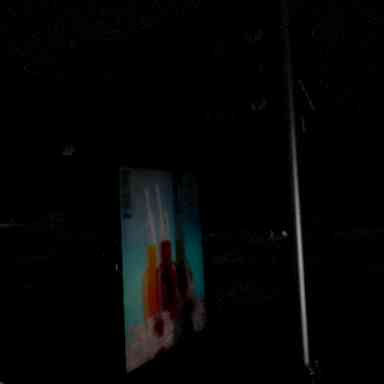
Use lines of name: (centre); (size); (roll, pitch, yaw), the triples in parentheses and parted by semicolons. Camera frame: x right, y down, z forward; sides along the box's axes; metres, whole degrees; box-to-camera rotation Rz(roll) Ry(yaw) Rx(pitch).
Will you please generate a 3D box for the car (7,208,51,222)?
car: (-19.305, 2.704, 39.432); (1.895, 1.301, 4.718); (-4, 3, 26)
